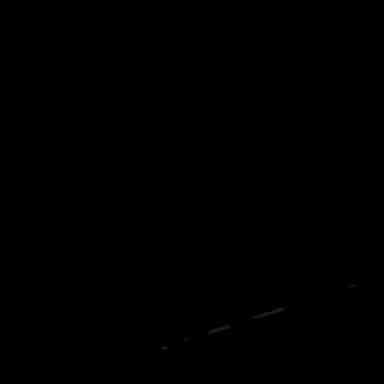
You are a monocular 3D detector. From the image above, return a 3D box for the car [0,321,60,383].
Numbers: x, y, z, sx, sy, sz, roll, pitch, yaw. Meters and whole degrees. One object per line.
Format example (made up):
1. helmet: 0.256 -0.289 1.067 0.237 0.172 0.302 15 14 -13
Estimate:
1. car: -3.076 1.512 1.266 4.892 1.490 1.837 0 0 -36
